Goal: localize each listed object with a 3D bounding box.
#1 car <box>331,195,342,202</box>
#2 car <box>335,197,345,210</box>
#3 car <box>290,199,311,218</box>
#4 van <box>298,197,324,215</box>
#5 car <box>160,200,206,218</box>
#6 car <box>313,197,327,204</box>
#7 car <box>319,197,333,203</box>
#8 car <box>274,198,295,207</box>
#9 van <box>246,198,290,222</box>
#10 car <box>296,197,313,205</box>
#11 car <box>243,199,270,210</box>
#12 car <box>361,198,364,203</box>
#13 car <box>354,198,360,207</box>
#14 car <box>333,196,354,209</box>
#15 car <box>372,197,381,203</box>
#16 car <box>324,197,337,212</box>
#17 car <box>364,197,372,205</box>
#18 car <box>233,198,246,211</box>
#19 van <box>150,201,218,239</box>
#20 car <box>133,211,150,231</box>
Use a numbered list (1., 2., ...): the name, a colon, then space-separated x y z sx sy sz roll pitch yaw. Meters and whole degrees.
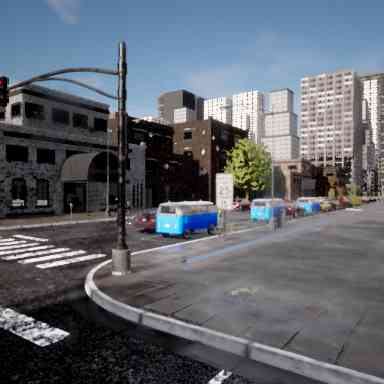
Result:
1. car: 37.320 1.711 85.813 1.967 1.590 4.097 0 0 35
2. car: 18.852 1.728 44.800 1.947 1.339 4.313 0 0 35
3. car: 9.355 1.655 31.227 1.887 1.381 4.507 0 0 35
4. van: 12.522 1.468 35.752 1.690 1.788 3.998 0 0 35
5. car: -0.764 1.557 31.383 1.752 1.417 4.829 0 0 35
6. car: 27.726 1.727 72.101 1.752 1.417 4.829 0 0 35
7. car: 30.989 1.791 76.765 1.947 1.339 4.313 0 0 35
8. car: 15.162 1.664 54.144 1.887 1.381 4.507 0 0 35
9. van: 6.190 1.435 26.704 1.690 1.788 3.998 0 0 35
10. car: 21.493 1.704 63.192 1.887 1.381 4.507 0 0 35
11. car: 8.830 1.628 45.096 1.887 1.381 4.507 0 0 35
12. car: 28.446 1.747 58.513 1.752 1.417 4.829 0 0 35
13. car: 25.185 1.516 53.850 2.192 1.841 5.009 0 0 35
14. car: 22.019 1.496 49.326 2.192 1.841 5.009 0 0 35
15. car: 44.177 1.898 80.995 1.947 1.339 4.313 0 0 35
16. car: 15.784 1.670 40.416 1.752 1.417 4.829 0 0 35
17. car: 34.680 1.809 67.422 1.887 1.381 4.507 0 0 35
18. car: 5.666 1.505 40.572 1.967 1.590 4.097 0 0 35
19. van: -0.141 1.406 17.655 1.690 1.788 3.998 0 0 35
20. car: -1.236 1.598 20.466 2.033 1.411 5.357 1 0 34
